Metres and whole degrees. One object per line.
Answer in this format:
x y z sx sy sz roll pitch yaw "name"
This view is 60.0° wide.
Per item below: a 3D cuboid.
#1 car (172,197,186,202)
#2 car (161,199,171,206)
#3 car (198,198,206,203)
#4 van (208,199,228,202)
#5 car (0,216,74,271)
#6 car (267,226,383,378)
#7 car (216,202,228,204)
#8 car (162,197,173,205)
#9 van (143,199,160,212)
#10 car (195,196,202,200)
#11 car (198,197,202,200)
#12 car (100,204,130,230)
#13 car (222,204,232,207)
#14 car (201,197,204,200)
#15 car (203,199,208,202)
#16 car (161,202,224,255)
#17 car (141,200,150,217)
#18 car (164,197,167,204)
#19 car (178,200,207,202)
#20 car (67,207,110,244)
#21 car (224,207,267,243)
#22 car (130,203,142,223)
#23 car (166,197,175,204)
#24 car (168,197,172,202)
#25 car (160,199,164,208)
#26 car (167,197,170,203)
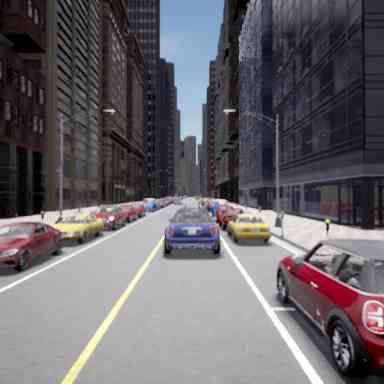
-2.950 2.266 71.713 1.895 1.301 4.718 0 -1 0 "car"
-5.709 2.249 72.833 1.947 1.339 4.313 0 -1 0 "car"
2.831 2.449 95.246 2.008 1.369 4.403 0 -1 0 "car"
2.790 1.656 33.628 1.690 1.788 3.998 0 -1 0 "van"
-5.752 1.688 11.216 1.802 1.307 4.206 0 -1 0 "car"
2.770 1.494 5.617 1.967 1.590 4.097 0 -1 0 "car"
2.785 1.807 28.024 1.887 1.381 4.507 0 -1 0 "car"
-5.704 2.051 78.437 2.192 1.841 5.009 0 -1 0 "car"
-5.728 1.761 44.828 1.690 1.788 3.998 0 -1 0 "van"
2.409 2.248 84.085 1.801 1.575 5.366 0 -1 0 "car"
2.812 2.175 67.237 1.887 1.381 4.507 0 -1 0 "car"
-5.744 1.651 22.420 1.967 1.590 4.097 0 -1 0 "car"
2.781 1.755 22.422 1.887 1.381 4.507 0 -1 0 "car"
2.801 1.913 50.433 1.967 1.590 4.097 0 -1 0 "car"
2.797 1.965 44.830 1.887 1.381 4.507 0 -1 0 "car"
0.012 1.483 14.075 2.097 1.767 4.553 0 -1 0 "car"
-5.736 1.860 33.623 1.887 1.381 4.507 0 -1 0 "car"
-5.720 1.965 56.030 1.967 1.590 4.097 0 -1 0 "car"
0.026 1.767 29.289 2.128 1.511 4.902 0 0 0 "car"
-5.748 1.682 16.648 1.752 1.417 4.829 0 -1 0 "car"
2.778 1.685 16.990 1.752 1.417 4.829 0 -1 0 "car"
-5.740 1.807 28.021 1.887 1.381 4.507 0 -1 0 "car"
-5.697 2.159 89.640 2.192 1.841 5.009 0 -1 0 "car"
-5.713 2.071 67.233 1.967 1.590 4.097 0 -1 0 "car"
-5.725 2.055 50.427 1.802 1.307 4.206 0 -1 0 "car"
-5.717 2.144 61.630 1.947 1.339 4.313 0 -1 0 "car"
